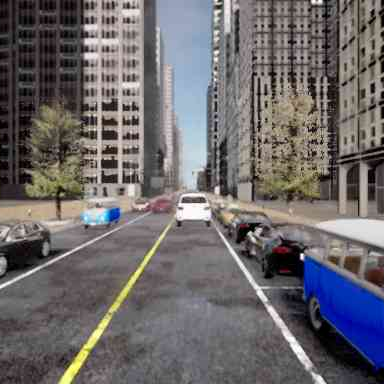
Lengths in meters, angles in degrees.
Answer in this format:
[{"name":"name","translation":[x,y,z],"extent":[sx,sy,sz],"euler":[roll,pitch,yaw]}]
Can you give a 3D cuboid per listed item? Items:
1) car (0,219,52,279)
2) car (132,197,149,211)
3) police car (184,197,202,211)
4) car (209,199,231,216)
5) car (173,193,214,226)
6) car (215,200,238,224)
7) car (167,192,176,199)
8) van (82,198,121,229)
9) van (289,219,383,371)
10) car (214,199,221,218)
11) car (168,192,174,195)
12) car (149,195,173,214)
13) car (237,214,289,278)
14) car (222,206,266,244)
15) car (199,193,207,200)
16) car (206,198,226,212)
[{"name":"car","translation":[-5.684,1.535,9.868],"extent":[2.008,1.369,4.403],"euler":[0,0,0]},{"name":"car","translation":[-5.666,1.362,38.211],"extent":[1.967,1.590,4.097],"euler":[0,0,0]},{"name":"police car","translation":[0.123,1.418,39.991],"extent":[2.038,1.542,4.974],"euler":[0,0,0]},{"name":"car","translation":[2.711,1.462,32.710],"extent":[1.752,1.417,4.829],"euler":[0,0,0]},{"name":"car","translation":[0.110,1.178,22.770],"extent":[2.150,2.045,5.566],"euler":[0,0,0]},{"name":"car","translation":[2.704,1.488,21.372],"extent":[1.752,1.417,4.829],"euler":[0,0,0]},{"name":"car","translation":[-5.661,1.042,93.159],"extent":[2.192,1.841,5.009],"euler":[0,0,0]},{"name":"van","translation":[-5.676,1.304,21.205],"extent":[1.690,1.788,3.998],"euler":[0,0,0]},{"name":"van","translation":[2.694,1.335,4.195],"extent":[1.690,1.788,3.998],"euler":[0,0,0]},{"name":"car","translation":[2.707,1.501,26.869],"extent":[2.008,1.369,4.403],"euler":[0,0,0]},{"name":"car","translation":[-5.731,1.192,87.474],"extent":[1.967,1.590,4.097],"euler":[0,0,0]},{"name":"car","translation":[-3.032,1.407,35.324],"extent":[1.882,1.535,5.008],"euler":[0,0,0]},{"name":"car","translation":[2.697,1.550,9.864],"extent":[1.947,1.339,4.313],"euler":[0,0,0]},{"name":"car","translation":[2.700,1.540,15.533],"extent":[1.947,1.339,4.313],"euler":[0,0,0]},{"name":"car","translation":[2.840,1.192,87.468],"extent":[1.967,1.590,4.097],"euler":[0,0,0]},{"name":"car","translation":[2.714,1.473,38.208],"extent":[2.008,1.369,4.403],"euler":[0,0,0]}]
